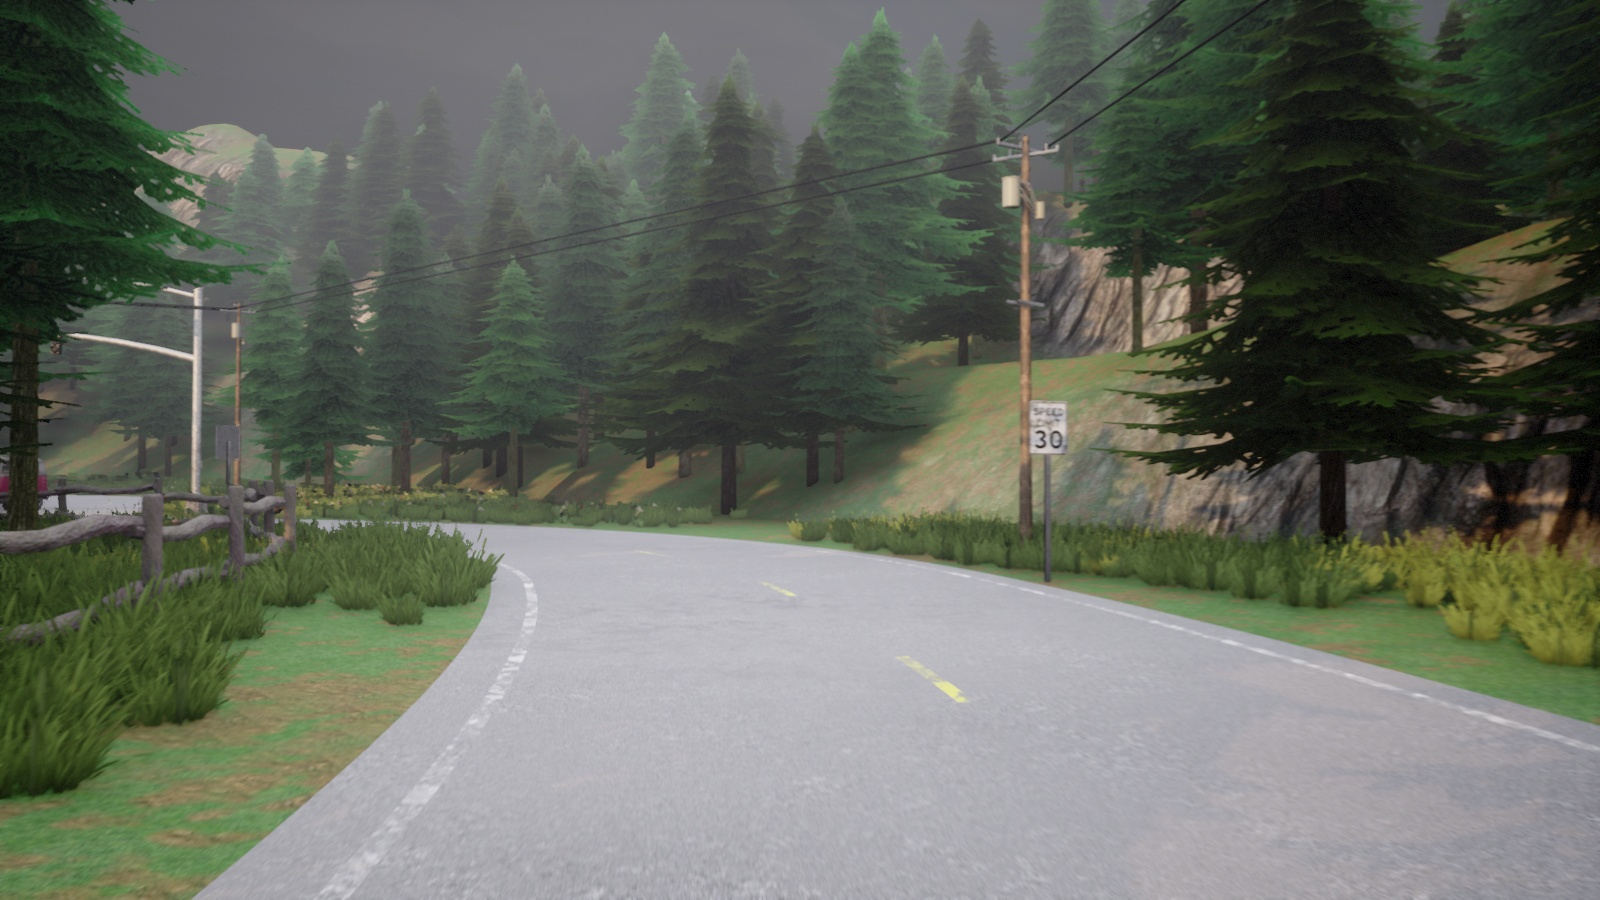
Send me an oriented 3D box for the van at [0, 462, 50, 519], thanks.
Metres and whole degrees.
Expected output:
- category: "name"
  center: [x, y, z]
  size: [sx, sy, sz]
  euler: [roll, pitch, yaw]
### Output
- category: "van"
  center: [-29.322, 1.451, 46.063]
  size: [1.775, 1.987, 4.442]
  euler: [0, -1, -12]
